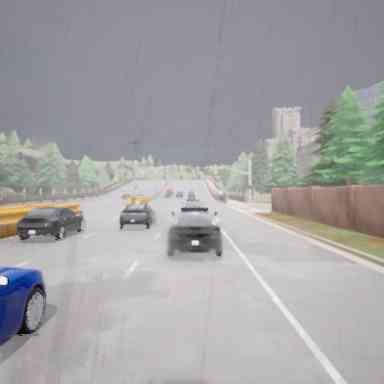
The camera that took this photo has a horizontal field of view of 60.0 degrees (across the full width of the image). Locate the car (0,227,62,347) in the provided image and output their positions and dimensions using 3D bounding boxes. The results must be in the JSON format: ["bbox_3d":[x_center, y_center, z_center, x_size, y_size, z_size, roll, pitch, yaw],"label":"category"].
[{"bbox_3d":[-3.400,1.471,3.663,1.882,1.535,5.008,0,0,0],"label":"car"}]

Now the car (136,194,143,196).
[{"bbox_3d":[-14.053,1.251,88.533,2.033,1.411,5.357,0,1,0],"label":"car"}]

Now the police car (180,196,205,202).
[{"bbox_3d":[0.103,1.379,26.500,1.930,1.638,5.238,0,0,0],"label":"police car"}]

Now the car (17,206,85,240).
[{"bbox_3d":[-6.897,1.476,16.762,1.837,1.490,4.892,0,0,0],"label":"car"}]

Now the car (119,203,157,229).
[{"bbox_3d":[-3.398,1.455,21.477,2.128,1.511,4.902,0,0,0],"label":"car"}]

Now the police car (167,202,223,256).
[{"bbox_3d":[0.102,1.402,13.117,1.930,1.638,5.238,0,0,0],"label":"police car"}]

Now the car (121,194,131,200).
[{"bbox_3d":[-17.553,1.212,88.514,1.837,1.490,4.892,0,1,0],"label":"car"}]
